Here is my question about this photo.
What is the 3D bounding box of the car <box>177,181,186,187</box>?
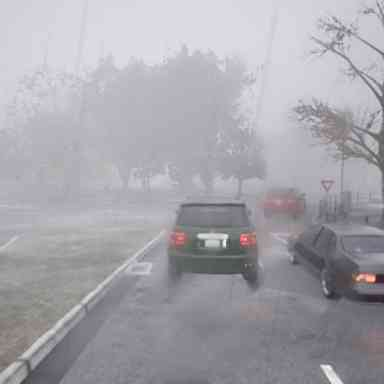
[{"bbox_3d":[-2.711,-2.083,84.568,2.033,1.411,5.357,0,1,-4],"label":"car"}]

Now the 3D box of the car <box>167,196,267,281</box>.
[{"bbox_3d":[0.617,1.125,9.808,2.150,2.045,5.566,0,1,4],"label":"car"}]

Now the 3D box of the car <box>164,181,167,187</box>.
[{"bbox_3d":[-5.967,-2.129,84.466,1.882,1.535,5.008,0,1,-4],"label":"car"}]

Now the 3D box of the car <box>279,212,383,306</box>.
[{"bbox_3d":[3.764,1.487,8.184,2.033,1.411,5.357,0,1,4],"label":"car"}]

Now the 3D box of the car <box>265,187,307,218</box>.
[{"bbox_3d":[6.491,0.666,22.983,2.150,2.045,5.566,1,3,25],"label":"car"}]

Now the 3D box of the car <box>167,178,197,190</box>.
[{"bbox_3d":[-1.552,-1.213,58.970,4.553,1.767,2.097,2,4,26],"label":"car"}]

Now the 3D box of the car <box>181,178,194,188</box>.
[{"bbox_3d":[-1.022,-2.044,72.957,2.150,2.045,5.566,-1,2,-9],"label":"car"}]
